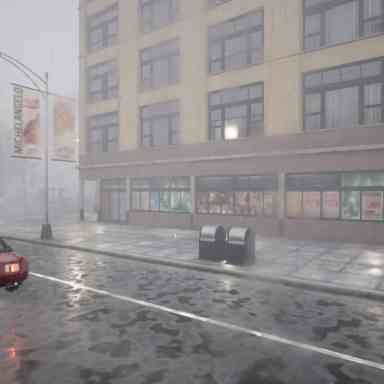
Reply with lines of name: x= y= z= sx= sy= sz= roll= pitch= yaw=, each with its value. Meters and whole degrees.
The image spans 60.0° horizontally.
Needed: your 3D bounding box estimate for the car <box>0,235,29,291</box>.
car: x=-5.642 y=1.601 z=8.113 sx=1.895 sy=1.301 sz=4.718 roll=0 pitch=0 yaw=-42
